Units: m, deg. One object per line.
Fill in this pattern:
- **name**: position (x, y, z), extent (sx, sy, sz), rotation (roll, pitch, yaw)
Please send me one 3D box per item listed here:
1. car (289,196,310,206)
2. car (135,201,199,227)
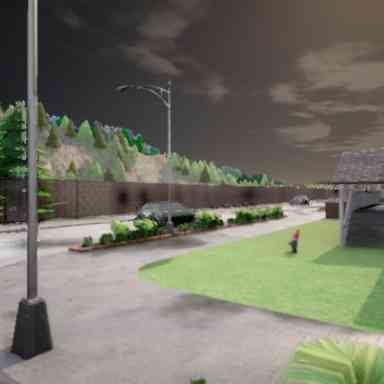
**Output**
- **car**: position (17.320, 1.362, 53.611), extent (2.097, 1.767, 4.553), rotation (0, 0, 36)
- **car**: position (-1.293, 1.356, 20.414), extent (2.097, 1.767, 4.553), rotation (0, 0, 36)
